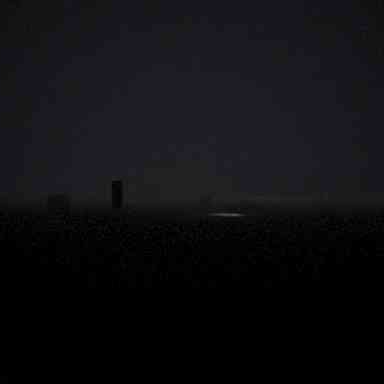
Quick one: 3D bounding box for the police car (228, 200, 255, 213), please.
[{"bbox_3d":[6.404,1.836,43.026,1.930,1.638,5.238,0,-1,35],"label":"police car"}]
